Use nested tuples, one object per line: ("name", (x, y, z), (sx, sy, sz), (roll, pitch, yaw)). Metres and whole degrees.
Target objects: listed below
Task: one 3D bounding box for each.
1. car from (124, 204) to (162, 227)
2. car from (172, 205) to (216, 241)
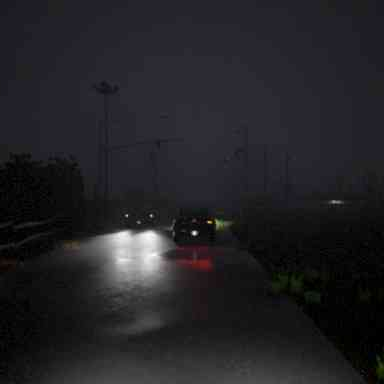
("car", (-3.098, 1.452, 21.625), (1.895, 1.301, 4.718), (0, 0, 0))
("car", (0.102, 1.390, 15.848), (1.837, 1.490, 4.892), (0, 0, 0))
